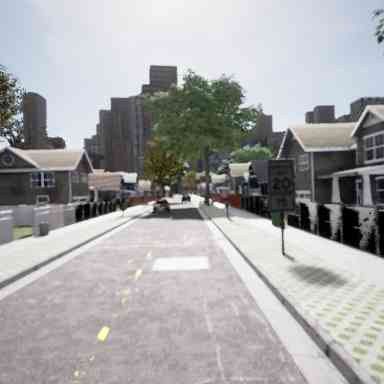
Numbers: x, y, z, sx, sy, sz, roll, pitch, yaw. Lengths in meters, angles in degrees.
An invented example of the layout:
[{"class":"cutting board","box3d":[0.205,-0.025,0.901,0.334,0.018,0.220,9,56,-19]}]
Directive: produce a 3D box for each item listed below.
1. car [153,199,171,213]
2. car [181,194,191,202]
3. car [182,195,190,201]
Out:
[{"class":"car","box3d":[-3.393,1.580,37.912,1.812,1.442,4.674,-2,0,-1]},{"class":"car","box3d":[-1.271,1.285,73.750,2.097,1.767,4.553,-2,0,-1]},{"class":"car","box3d":[-1.440,1.405,83.813,1.895,1.301,4.718,-2,0,-1]}]
